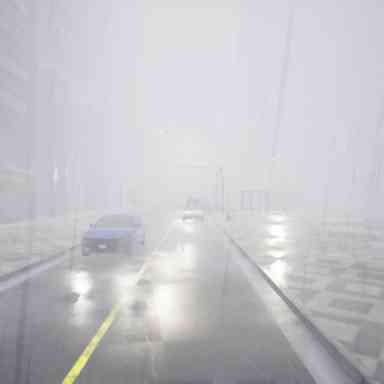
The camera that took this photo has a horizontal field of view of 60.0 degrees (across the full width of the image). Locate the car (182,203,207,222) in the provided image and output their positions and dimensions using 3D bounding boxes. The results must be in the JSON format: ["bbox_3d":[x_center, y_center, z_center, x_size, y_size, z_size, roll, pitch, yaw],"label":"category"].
[{"bbox_3d":[0.101,1.990,30.529,1.895,1.301,4.718,0,-1,0],"label":"car"}]

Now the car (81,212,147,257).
[{"bbox_3d":[-3.096,1.658,14.002,1.882,1.535,5.008,0,-1,0],"label":"car"}]

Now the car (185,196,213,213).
[{"bbox_3d":[0.927,1.739,42.641,2.150,2.045,5.566,-1,0,20],"label":"car"}]
